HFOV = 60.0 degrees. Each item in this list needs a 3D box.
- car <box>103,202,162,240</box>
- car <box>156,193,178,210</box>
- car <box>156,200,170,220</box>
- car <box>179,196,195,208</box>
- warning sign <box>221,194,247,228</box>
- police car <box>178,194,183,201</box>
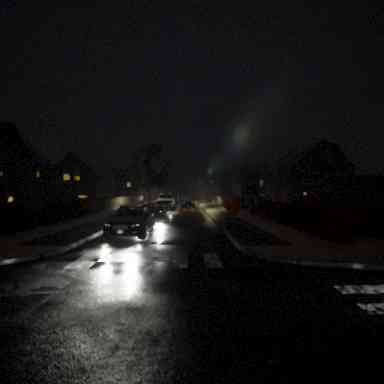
[{"bbox_3d":[-3.037,1.452,16.772,2.128,1.511,4.902,0,0,2],"label":"car"},{"bbox_3d":[-3.298,1.196,42.028,2.150,2.045,5.566,0,0,-1],"label":"car"},{"bbox_3d":[-3.108,1.554,27.481,1.895,1.301,4.718,0,0,-1],"label":"car"},{"bbox_3d":[-0.518,1.604,49.177,1.895,1.301,4.718,0,0,0],"label":"car"},{"bbox_3d":[2.405,1.082,19.379,1.300,1.860,1.060,2,2,-1],"label":"warning sign"},{"bbox_3d":[-1.862,1.687,89.676,1.930,1.638,5.238,0,-1,-6],"label":"police car"}]
